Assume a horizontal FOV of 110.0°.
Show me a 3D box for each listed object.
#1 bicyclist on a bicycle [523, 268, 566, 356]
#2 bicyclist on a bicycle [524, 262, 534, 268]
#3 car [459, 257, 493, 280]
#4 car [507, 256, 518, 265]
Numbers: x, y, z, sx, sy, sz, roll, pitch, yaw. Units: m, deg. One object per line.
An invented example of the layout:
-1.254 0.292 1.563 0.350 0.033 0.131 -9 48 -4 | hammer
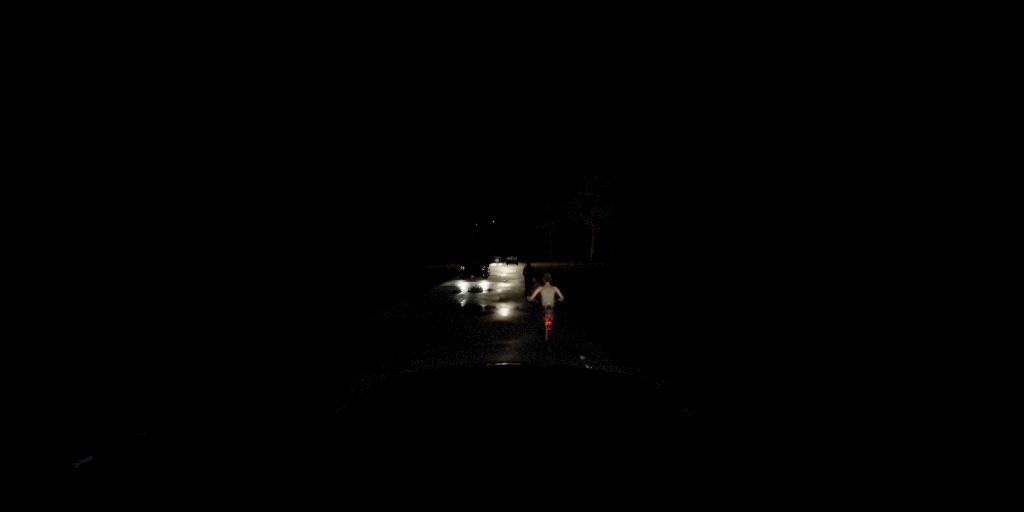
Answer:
0.728 1.139 7.522 0.866 1.612 1.509 0 0 0 | bicyclist on a bicycle
0.749 1.087 15.734 0.582 1.620 1.656 0 0 0 | bicyclist on a bicycle
-2.862 0.881 28.195 2.097 1.767 4.553 0 0 0 | car
0.058 0.850 60.051 1.895 1.301 4.718 0 1 0 | car
